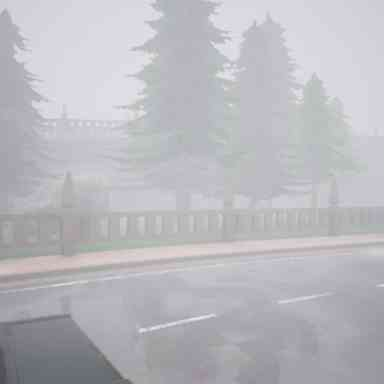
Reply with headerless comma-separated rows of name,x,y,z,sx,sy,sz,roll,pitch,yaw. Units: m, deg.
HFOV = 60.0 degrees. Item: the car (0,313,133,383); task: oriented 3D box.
car,-2.827,1.588,1.850,4.718,1.301,1.895,0,0,-35
